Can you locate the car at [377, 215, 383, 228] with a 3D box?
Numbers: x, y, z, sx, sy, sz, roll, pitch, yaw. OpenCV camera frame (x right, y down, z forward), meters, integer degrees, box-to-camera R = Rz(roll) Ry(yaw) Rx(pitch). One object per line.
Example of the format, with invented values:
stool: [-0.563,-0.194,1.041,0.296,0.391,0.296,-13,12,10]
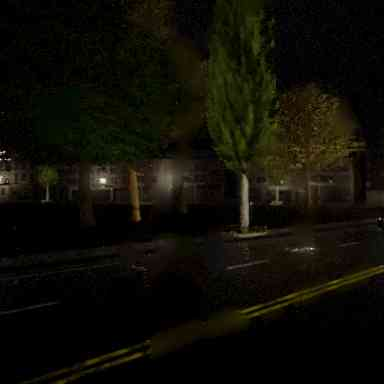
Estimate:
car: [15.331,1.851,24.333,4.674,1.442,1.812,0,-2,-39]
